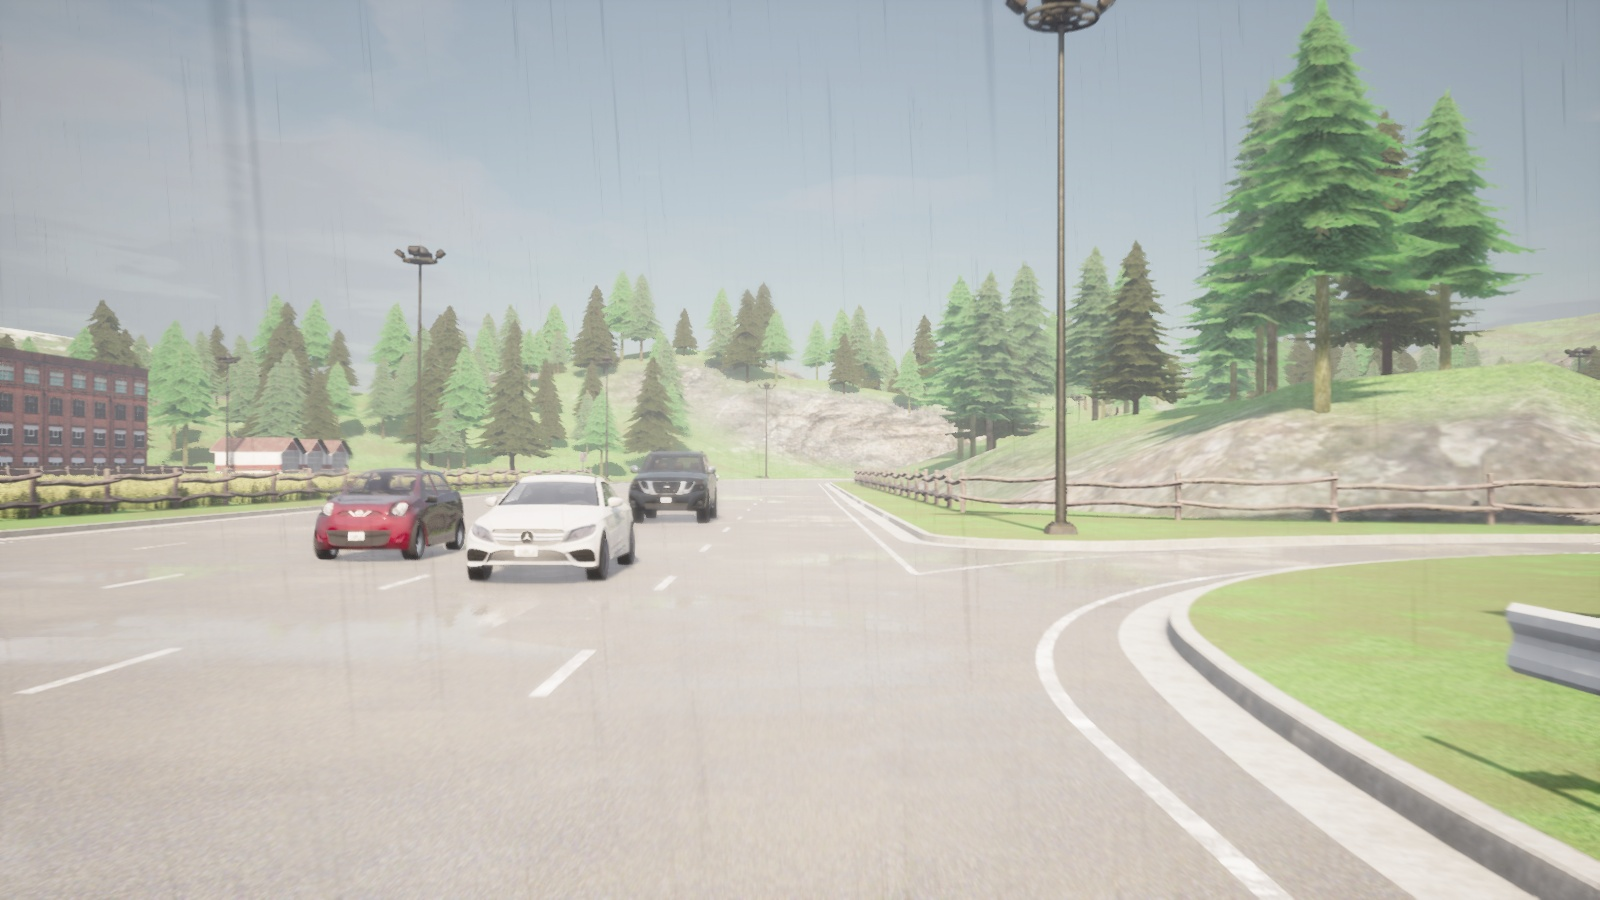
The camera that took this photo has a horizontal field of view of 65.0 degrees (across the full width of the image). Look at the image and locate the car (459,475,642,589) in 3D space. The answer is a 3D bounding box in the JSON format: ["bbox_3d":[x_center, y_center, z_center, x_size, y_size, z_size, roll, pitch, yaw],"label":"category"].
[{"bbox_3d":[-3.545,1.113,18.700,1.812,1.442,4.674,0,-1,0],"label":"car"}]

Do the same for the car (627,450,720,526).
[{"bbox_3d":[-3.588,1.058,36.574,2.150,2.045,5.566,0,-1,0],"label":"car"}]

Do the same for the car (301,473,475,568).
[{"bbox_3d":[-7.052,1.160,21.890,1.845,1.501,3.633,0,-1,0],"label":"car"}]
